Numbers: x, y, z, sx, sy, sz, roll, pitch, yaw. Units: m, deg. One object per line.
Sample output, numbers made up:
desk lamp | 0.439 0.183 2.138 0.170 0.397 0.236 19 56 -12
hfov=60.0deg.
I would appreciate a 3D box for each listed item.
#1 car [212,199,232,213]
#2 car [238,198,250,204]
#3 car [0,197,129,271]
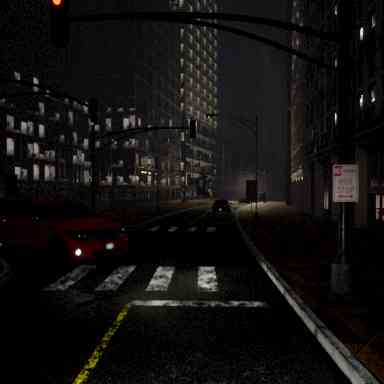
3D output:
car | 3.377 1.578 37.429 1.837 1.490 4.892 0 0 9
car | 10.896 1.865 68.989 1.895 1.301 4.718 0 0 18
car | -4.645 1.203 11.203 5.566 2.045 2.150 0 -1 34
